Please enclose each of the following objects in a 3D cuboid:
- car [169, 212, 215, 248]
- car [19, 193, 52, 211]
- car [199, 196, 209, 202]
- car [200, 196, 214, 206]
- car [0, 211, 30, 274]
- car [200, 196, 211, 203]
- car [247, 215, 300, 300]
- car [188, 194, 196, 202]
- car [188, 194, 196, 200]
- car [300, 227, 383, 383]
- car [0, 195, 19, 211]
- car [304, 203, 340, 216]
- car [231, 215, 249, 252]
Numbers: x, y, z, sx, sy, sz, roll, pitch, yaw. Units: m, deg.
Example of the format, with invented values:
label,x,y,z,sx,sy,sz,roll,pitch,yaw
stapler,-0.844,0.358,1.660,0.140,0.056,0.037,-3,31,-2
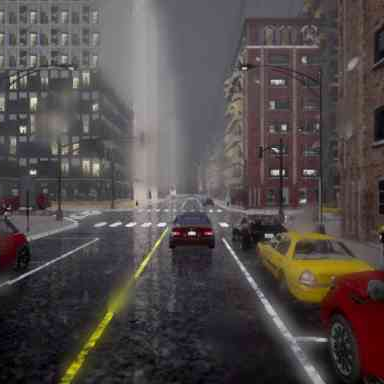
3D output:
label,x,y,z,sx,sy,sz,roll,pitch,yaw
car,0.000,1.566,14.650,2.033,1.411,5.357,0,0,0
car,-17.694,1.032,35.729,5.009,1.841,2.192,1,-1,0
car,2.692,1.584,74.255,2.008,1.369,4.403,0,0,0
car,2.741,1.601,55.690,1.802,1.307,4.206,0,0,0
car,-5.689,1.441,7.982,1.967,1.590,4.097,0,0,0
car,2.691,1.579,68.607,2.008,1.369,4.403,0,0,0
car,2.691,1.526,8.154,1.752,1.417,4.829,0,0,0
car,0.001,1.514,74.571,1.895,1.301,4.718,0,0,0
car,0.001,1.357,88.291,1.882,1.535,5.008,0,0,0
car,2.692,1.315,2.301,2.192,1.841,5.009,0,0,0
car,-17.559,1.012,27.351,5.009,1.841,2.192,1,-1,0
car,14.642,1.839,36.007,4.829,1.417,1.752,1,-1,0
car,2.691,1.567,13.666,1.947,1.339,4.313,0,0,0
